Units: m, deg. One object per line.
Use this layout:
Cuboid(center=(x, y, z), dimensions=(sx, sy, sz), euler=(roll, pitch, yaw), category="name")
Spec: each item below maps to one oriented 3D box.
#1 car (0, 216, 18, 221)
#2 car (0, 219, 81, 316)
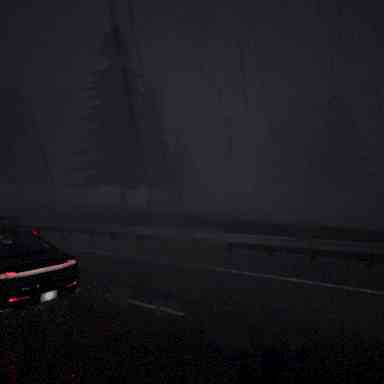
Cuboid(center=(-8.409, 1.641, 13.552), dimensions=(4.718, 1.301, 1.895), euler=(0, 0, 32), category="car")
Cuboid(center=(-4.388, 1.512, 6.832), dimensions=(4.902, 1.511, 2.128), euler=(0, 0, 33), category="car")
